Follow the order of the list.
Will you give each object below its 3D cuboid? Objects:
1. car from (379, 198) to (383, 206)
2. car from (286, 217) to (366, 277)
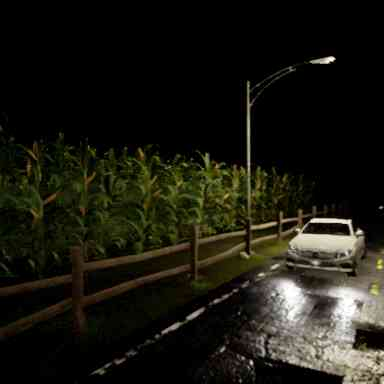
[{"bbox_3d":[34.999,1.851,60.169,2.033,1.411,5.357,-1,-1,32],"label":"car"},{"bbox_3d":[4.436,1.567,10.672,1.812,1.442,4.674,-1,0,32],"label":"car"}]
